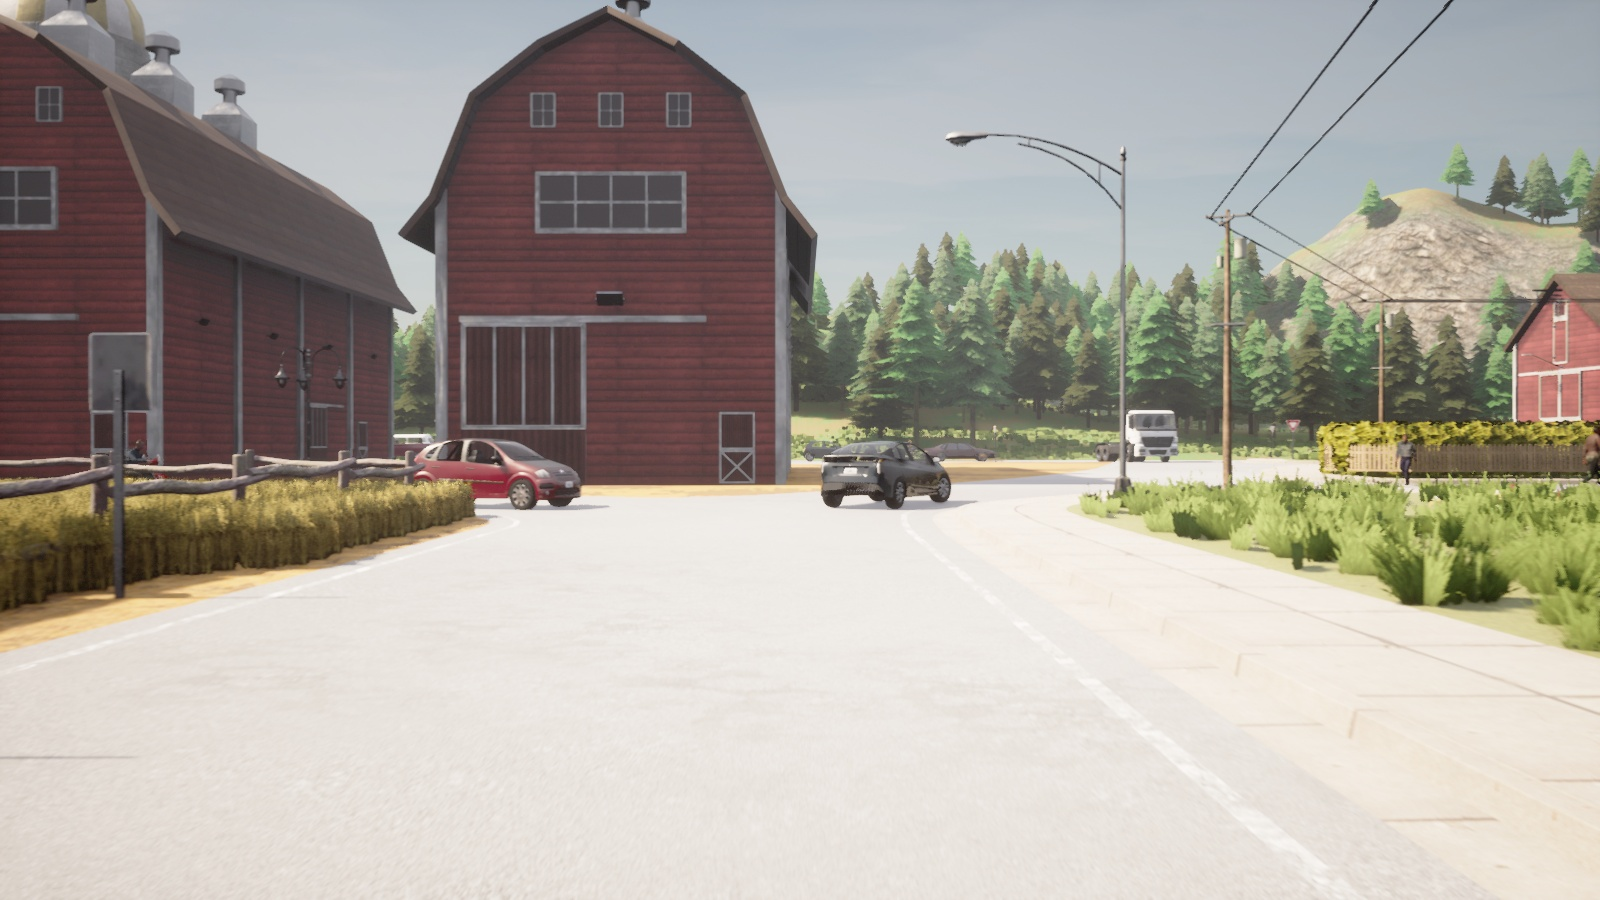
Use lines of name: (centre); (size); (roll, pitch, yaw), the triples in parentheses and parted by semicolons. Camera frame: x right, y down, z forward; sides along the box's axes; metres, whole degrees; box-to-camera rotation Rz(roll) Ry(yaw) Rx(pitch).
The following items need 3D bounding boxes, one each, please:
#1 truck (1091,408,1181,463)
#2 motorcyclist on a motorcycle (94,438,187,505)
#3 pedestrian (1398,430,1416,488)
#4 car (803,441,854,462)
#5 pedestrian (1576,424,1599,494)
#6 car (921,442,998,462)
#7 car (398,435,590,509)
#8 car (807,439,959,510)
truck: (22.181, -0.895, 83.448); (2.891, 3.462, 7.936); (0, 0, -8)
motorcyclist on a motorcycle: (-16.056, 0.514, 30.606); (1.817, 1.590, 0.866); (0, 0, -3)
pedestrian: (20.595, 0.309, 42.578); (0.423, 1.949, 0.788); (0, 0, 35)
car: (2.038, 0.109, 91.123); (3.633, 1.501, 1.845); (0, 0, 1)
pedestrian: (20.699, 0.235, 32.603); (0.869, 1.805, 0.328); (0, 0, 3)
car: (11.508, 0.151, 91.027); (5.357, 1.411, 2.033); (0, 0, 1)
car: (-7.059, 0.474, 29.024); (3.988, 1.617, 1.851); (0, 0, 22)
car: (2.055, 0.504, 29.571); (2.007, 1.525, 4.514); (0, 1, 26)
